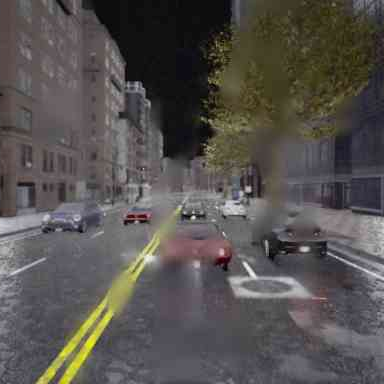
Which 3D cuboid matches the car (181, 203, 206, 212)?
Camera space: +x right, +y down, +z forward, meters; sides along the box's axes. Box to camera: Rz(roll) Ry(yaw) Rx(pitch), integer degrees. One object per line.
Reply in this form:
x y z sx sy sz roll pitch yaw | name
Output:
0.108 1.500 26.028 1.895 1.301 4.718 0 0 0 | car

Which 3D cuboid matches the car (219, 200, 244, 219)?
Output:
3.359 1.417 27.976 1.812 1.442 4.674 0 0 0 | car

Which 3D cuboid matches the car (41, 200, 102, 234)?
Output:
-6.592 1.280 18.705 2.097 1.767 4.553 0 0 0 | car

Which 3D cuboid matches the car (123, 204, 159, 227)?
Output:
-3.339 1.515 22.345 1.895 1.301 4.718 0 0 0 | car

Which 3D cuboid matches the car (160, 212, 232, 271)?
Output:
0.101 1.560 10.736 1.895 1.301 4.718 0 0 0 | car

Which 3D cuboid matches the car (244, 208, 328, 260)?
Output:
3.352 1.457 12.297 1.837 1.490 4.892 0 0 0 | car
